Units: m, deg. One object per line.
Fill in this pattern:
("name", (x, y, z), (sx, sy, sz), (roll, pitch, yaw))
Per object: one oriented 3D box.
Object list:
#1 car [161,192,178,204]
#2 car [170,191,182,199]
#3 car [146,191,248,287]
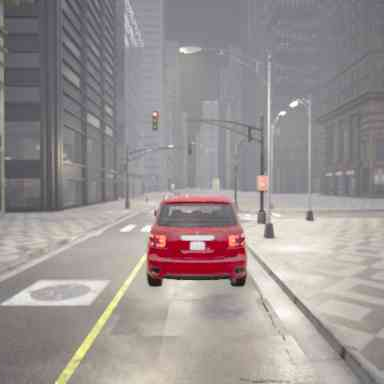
("car", (-3.098, 0.786, 46.950), (2.033, 1.411, 5.357), (0, 1, 0))
("car", (-3.055, 0.549, 62.879), (1.994, 1.385, 4.181), (0, 1, 1))
("car", (0.099, 1.072, 9.020), (2.150, 2.045, 5.566), (0, 1, 0))
